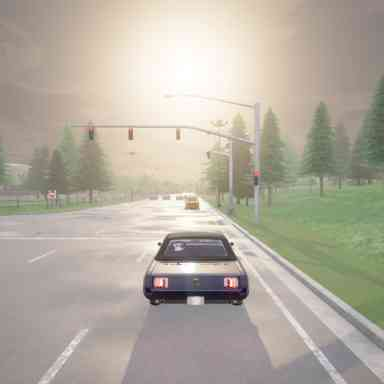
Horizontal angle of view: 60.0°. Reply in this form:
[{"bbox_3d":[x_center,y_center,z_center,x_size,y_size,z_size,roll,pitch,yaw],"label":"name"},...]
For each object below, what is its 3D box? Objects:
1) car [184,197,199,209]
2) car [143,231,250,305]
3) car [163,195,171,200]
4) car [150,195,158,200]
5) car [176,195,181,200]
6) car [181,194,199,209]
[{"bbox_3d":[-0.051,1.577,49.670,2.033,1.411,5.357,0,1,2],"label":"car"},{"bbox_3d":[0.088,1.601,8.002,1.895,1.301,4.718,0,0,0],"label":"car"},{"bbox_3d":[-6.891,1.540,91.132,2.033,1.411,5.357,0,0,0],"label":"car"},{"bbox_3d":[-10.391,1.540,91.136,2.033,1.411,5.357,0,0,0],"label":"car"},{"bbox_3d":[-3.391,1.553,91.127,1.994,1.385,4.181,0,0,0],"label":"car"},{"bbox_3d":[-0.102,1.100,46.114,1.882,1.535,5.008,-3,16,-5],"label":"car"}]
